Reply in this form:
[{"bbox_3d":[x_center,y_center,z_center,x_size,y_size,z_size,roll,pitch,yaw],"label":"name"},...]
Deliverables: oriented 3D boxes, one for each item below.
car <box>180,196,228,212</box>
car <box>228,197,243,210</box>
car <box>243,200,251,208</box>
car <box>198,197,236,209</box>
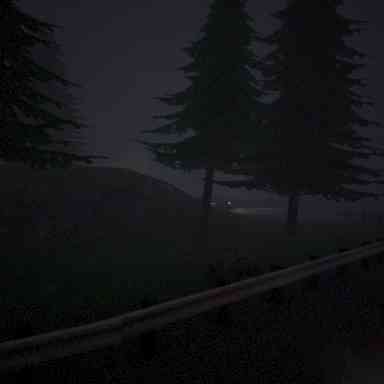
[{"bbox_3d":[1.327,1.332,38.190,4.553,1.767,2.097,0,0,36],"label":"car"},{"bbox_3d":[3.405,1.332,41.007,4.553,1.767,2.097,0,0,36],"label":"car"},{"bbox_3d":[6.079,1.466,47.708,4.902,1.511,2.128,0,0,36],"label":"car"},{"bbox_3d":[3.350,1.477,45.359,4.892,1.490,1.837,0,0,36],"label":"car"}]
